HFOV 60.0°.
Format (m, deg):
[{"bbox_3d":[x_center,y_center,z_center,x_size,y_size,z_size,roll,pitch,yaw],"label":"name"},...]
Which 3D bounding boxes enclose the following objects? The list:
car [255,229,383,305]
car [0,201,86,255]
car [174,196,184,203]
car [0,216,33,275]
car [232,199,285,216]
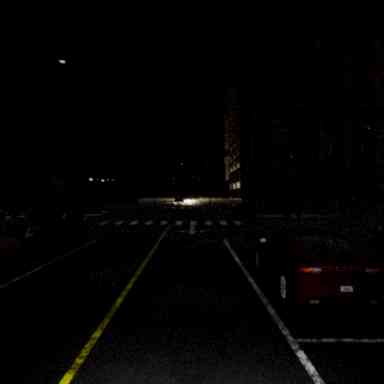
[{"bbox_3d":[2.676,1.541,7.980,1.887,1.381,4.507,0,0,0],"label":"car"},{"bbox_3d":[-5.846,1.312,13.445,2.192,1.841,5.009,0,0,0],"label":"car"},{"bbox_3d":[-2.925,1.584,75.703,1.882,1.535,5.008,0,0,0],"label":"car"},{"bbox_3d":[-5.849,1.522,7.815,1.752,1.417,4.829,0,0,0],"label":"car"},{"bbox_3d":[6.152,1.435,30.668,4.902,1.511,2.128,0,0,0],"label":"car"}]
